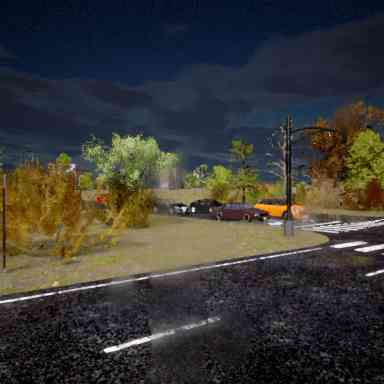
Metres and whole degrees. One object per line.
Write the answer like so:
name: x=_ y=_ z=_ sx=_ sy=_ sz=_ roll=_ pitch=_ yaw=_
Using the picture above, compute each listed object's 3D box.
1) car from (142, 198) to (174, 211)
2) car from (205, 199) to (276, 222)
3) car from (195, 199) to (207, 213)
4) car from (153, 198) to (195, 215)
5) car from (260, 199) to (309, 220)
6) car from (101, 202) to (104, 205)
car: x=-4.397 y=1.499 z=42.330 sx=1.812 sy=1.442 sz=4.674 roll=0 pitch=0 yaw=-38
car: x=3.749 y=1.560 z=26.709 sx=2.033 sy=1.411 sz=5.357 roll=0 pitch=0 yaw=-38
car: x=1.715 y=1.489 z=34.555 sx=1.837 sy=1.490 sz=4.892 roll=0 pitch=0 yaw=-38
car: x=-2.269 y=1.494 z=34.365 sx=2.128 sy=1.511 sz=4.902 roll=0 pitch=0 yaw=-38
car: x=7.303 y=1.346 z=27.445 sx=2.097 sy=1.767 sz=4.553 roll=0 pitch=0 yaw=-38
car: x=-13.386 y=1.183 z=53.881 sx=2.150 sy=2.045 sz=5.566 roll=0 pitch=0 yaw=-38
